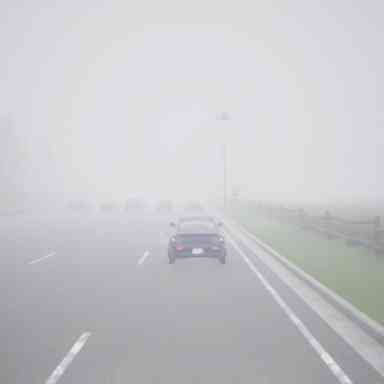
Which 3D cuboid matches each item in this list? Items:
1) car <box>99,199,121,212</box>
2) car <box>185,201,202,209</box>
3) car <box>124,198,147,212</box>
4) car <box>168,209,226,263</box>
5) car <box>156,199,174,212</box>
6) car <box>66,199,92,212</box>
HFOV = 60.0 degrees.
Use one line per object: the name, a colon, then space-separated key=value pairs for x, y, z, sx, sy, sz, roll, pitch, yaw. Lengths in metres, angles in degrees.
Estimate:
car: x=-10.335 y=1.672 z=42.014 sx=1.812 sy=1.442 sz=4.674 roll=0 pitch=0 yaw=0
car: x=0.164 y=1.683 z=39.461 sx=1.895 sy=1.301 sz=4.718 roll=0 pitch=0 yaw=0
car: x=-6.837 y=1.476 z=40.697 sx=2.097 sy=1.767 sz=4.553 roll=0 pitch=0 yaw=0
car: x=0.154 y=1.550 z=11.951 sx=1.812 sy=1.442 sz=4.674 roll=0 pitch=0 yaw=0
car: x=-3.336 y=1.610 z=41.056 sx=1.837 sy=1.490 sz=4.892 roll=0 pitch=0 yaw=0
car: x=-13.836 y=1.655 z=40.958 sx=2.128 sy=1.511 sz=4.902 roll=0 pitch=0 yaw=0
